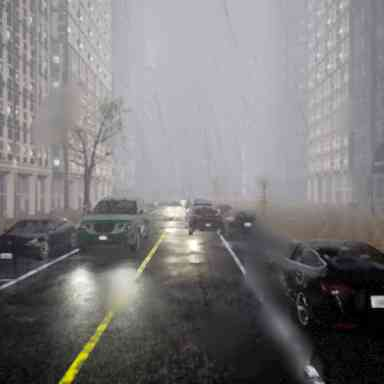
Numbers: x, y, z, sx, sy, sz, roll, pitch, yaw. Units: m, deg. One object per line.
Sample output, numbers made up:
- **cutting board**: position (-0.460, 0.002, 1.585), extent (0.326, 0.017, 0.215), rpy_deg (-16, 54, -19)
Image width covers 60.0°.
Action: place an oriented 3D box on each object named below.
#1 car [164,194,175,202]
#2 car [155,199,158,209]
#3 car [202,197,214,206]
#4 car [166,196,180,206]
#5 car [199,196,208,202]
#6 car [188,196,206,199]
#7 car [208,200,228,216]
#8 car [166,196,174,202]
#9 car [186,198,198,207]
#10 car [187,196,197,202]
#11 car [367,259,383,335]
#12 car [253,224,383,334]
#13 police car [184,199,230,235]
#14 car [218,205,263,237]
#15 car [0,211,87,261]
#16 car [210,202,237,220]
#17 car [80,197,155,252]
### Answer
- **car**: position (-5.703, 1.690, 79.917), extent (1.752, 1.417, 4.829), rpy_deg (-1, 0, 0)
- **car**: position (-5.701, 1.651, 46.238), extent (2.008, 1.369, 4.403), rpy_deg (-1, 0, 0)
- **car**: position (2.679, 1.668, 57.536), extent (1.887, 1.381, 4.507), rpy_deg (-1, 0, 0)
- **car**: position (-3.004, 1.791, 57.694), extent (1.895, 1.301, 4.718), rpy_deg (0, 0, 0)
- **car**: position (2.678, 1.716, 80.106), extent (2.008, 1.369, 4.403), rpy_deg (-1, 0, 0)
- **car**: position (0.845, 1.430, 35.268), extent (2.097, 1.767, 4.553), rpy_deg (0, 0, 0)
- **car**: position (2.680, 1.603, 35.134), extent (1.752, 1.417, 4.829), rpy_deg (-1, 0, 0)
- **car**: position (-5.703, 1.756, 85.728), extent (1.802, 1.307, 4.206), rpy_deg (-1, 0, 0)
- **car**: position (-0.004, 1.680, 53.666), extent (1.994, 1.385, 4.181), rpy_deg (0, 0, 0)
- **car**: position (-0.006, 1.566, 74.292), extent (1.994, 1.385, 4.181), rpy_deg (0, 0, 0)
- **car**: position (2.681, 1.443, 1.108), extent (1.967, 1.590, 4.097), rpy_deg (-1, 0, 0)
- **car**: position (2.681, 1.582, 6.750), extent (1.947, 1.339, 4.313), rpy_deg (-1, 0, 0)
- **police car**: position (0.604, 1.469, 19.364), extent (1.930, 1.638, 5.238), rpy_deg (0, 0, -5)
- **car**: position (2.681, 1.607, 18.036), extent (1.947, 1.339, 4.313), rpy_deg (-1, 0, 0)
- **car**: position (-5.700, 1.595, 12.390), extent (1.947, 1.339, 4.313), rpy_deg (-1, 0, 0)
- **car**: position (2.680, 1.610, 29.321), extent (1.887, 1.381, 4.507), rpy_deg (-1, 0, 0)
- **car**: position (-3.102, 1.255, 14.367), extent (2.150, 2.045, 5.566), rpy_deg (0, 0, 0)
